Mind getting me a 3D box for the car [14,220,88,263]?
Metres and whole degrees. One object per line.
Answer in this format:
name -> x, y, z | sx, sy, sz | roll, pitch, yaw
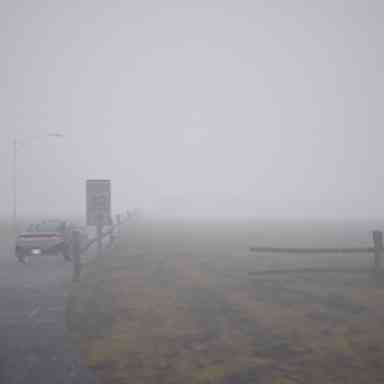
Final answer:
car -> -5.576, 1.891, 13.703 | 2.128, 1.511, 4.902 | -1, -2, -7
